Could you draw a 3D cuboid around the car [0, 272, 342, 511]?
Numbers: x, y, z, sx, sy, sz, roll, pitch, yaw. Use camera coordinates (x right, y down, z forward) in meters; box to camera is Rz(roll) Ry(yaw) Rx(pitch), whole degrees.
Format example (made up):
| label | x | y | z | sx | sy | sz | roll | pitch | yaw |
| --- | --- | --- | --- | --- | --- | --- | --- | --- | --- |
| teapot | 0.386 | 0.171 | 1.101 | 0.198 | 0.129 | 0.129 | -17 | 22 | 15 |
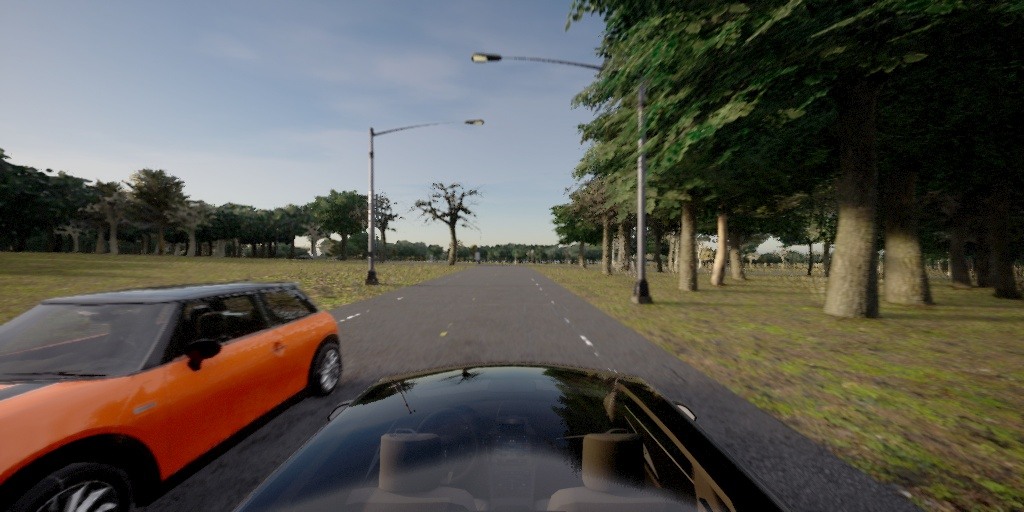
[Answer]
| label | x | y | z | sx | sy | sz | roll | pitch | yaw |
| --- | --- | --- | --- | --- | --- | --- | --- | --- | --- |
| car | -3.598 | 1.100 | 3.480 | 2.097 | 1.767 | 4.553 | 0 | 0 | 0 |
